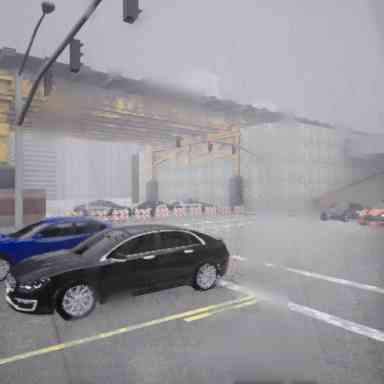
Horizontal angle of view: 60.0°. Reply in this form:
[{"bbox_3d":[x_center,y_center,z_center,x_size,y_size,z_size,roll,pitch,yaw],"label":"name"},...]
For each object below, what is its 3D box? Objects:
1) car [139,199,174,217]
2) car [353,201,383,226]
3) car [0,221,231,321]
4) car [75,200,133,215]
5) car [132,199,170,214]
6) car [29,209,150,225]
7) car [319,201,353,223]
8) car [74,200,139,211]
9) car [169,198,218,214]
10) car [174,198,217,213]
[{"bbox_3d":[-3.780,1.453,31.497,2.038,1.542,4.974,0,0,18],"label":"car"},{"bbox_3d":[12.849,1.351,21.943,4.553,1.767,2.097,0,0,-41],"label":"car"},{"bbox_3d":[-1.323,1.506,7.378,4.892,1.490,1.837,0,0,-36],"label":"car"},{"bbox_3d":[-7.575,1.295,28.818,4.536,1.218,1.853,0,0,8],"label":"car"},{"bbox_3d":[-3.764,1.295,31.547,1.853,1.218,4.536,0,0,18],"label":"car"},{"bbox_3d":[-3.976,1.477,9.773,5.008,1.535,1.882,0,0,-36],"label":"car"},{"bbox_3d":[11.645,1.505,25.533,4.892,1.490,1.837,0,0,-40],"label":"car"},{"bbox_3d":[-7.524,1.453,28.811,4.974,1.542,2.038,0,0,8],"label":"car"},{"bbox_3d":[0.129,1.453,35.259,4.974,1.542,2.038,0,0,-7],"label":"car"},{"bbox_3d":[0.077,1.295,35.252,4.536,1.218,1.853,0,0,-7],"label":"car"}]
